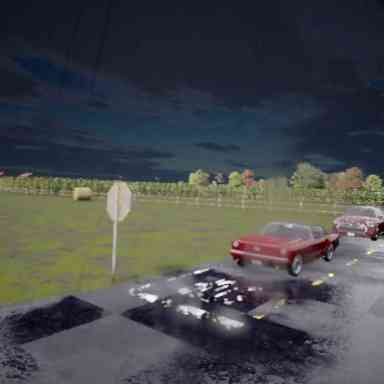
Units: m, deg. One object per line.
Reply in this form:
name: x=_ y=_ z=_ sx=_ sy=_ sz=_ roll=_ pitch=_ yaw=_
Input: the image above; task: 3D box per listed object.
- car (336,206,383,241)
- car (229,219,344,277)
car: x=9.490 y=1.597 z=18.578 sx=2.097 sy=1.767 sz=4.553 roll=3 pitch=1 yaw=39
car: x=3.150 y=1.652 z=10.752 sx=1.895 sy=1.301 sz=4.718 roll=3 pitch=1 yaw=39
